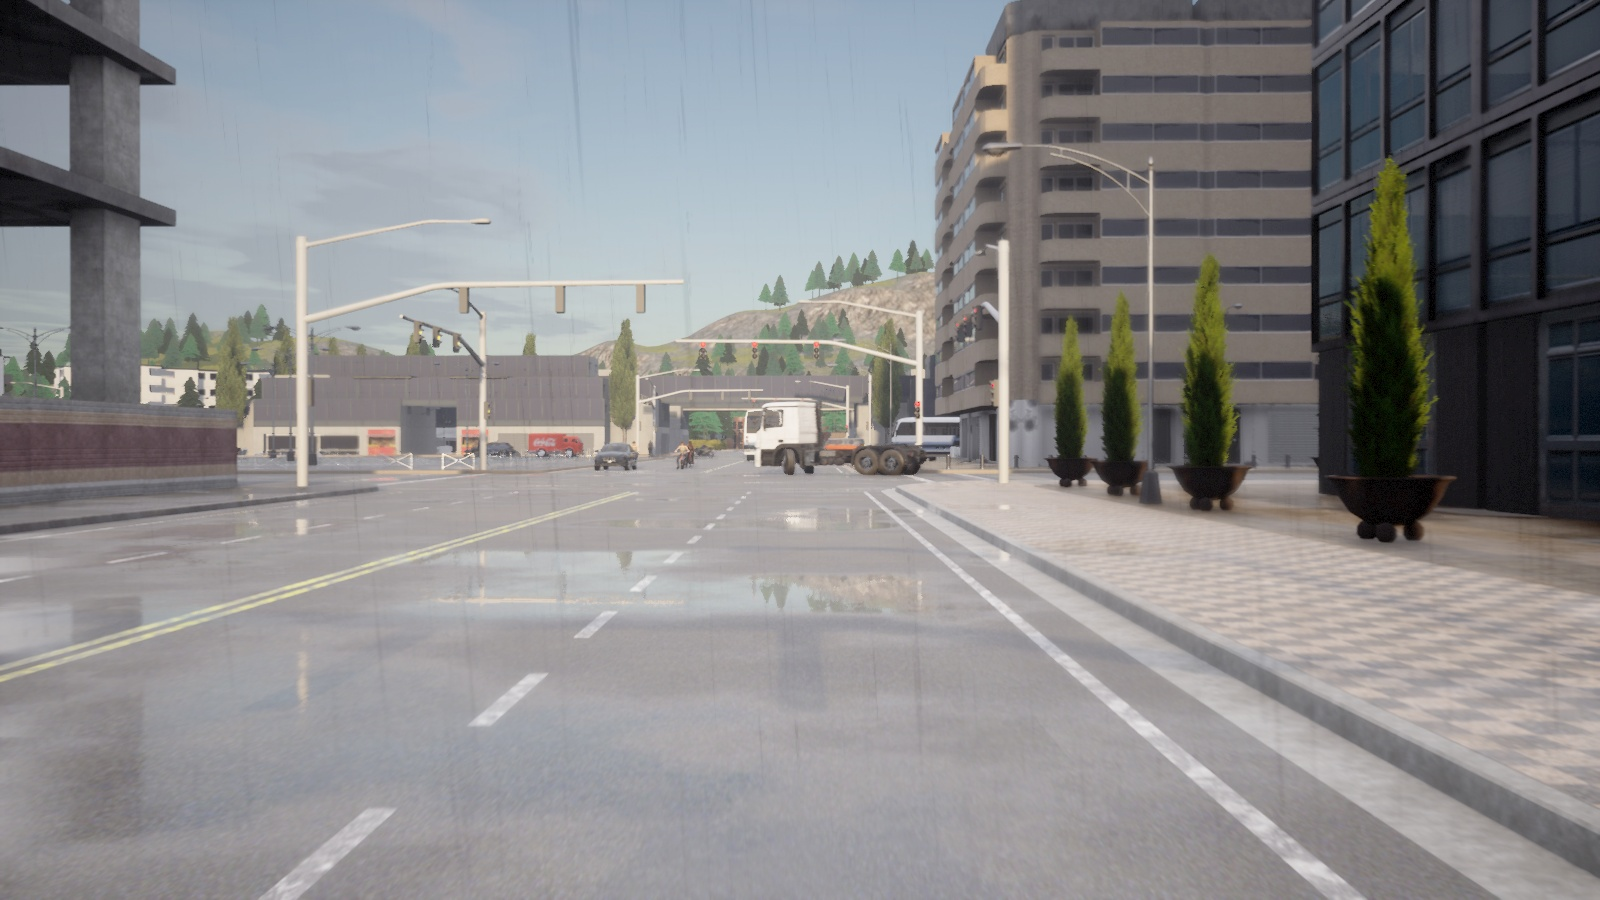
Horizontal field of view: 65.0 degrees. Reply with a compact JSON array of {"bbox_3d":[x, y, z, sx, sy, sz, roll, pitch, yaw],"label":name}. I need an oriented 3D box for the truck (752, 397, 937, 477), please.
[{"bbox_3d":[2.019,-0.584,57.333,7.936,3.462,2.891,0,1,24],"label":"truck"}]

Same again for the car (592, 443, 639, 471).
[{"bbox_3d":[-10.109,0.355,68.969,1.837,1.490,4.892,0,0,0],"label":"car"}]
